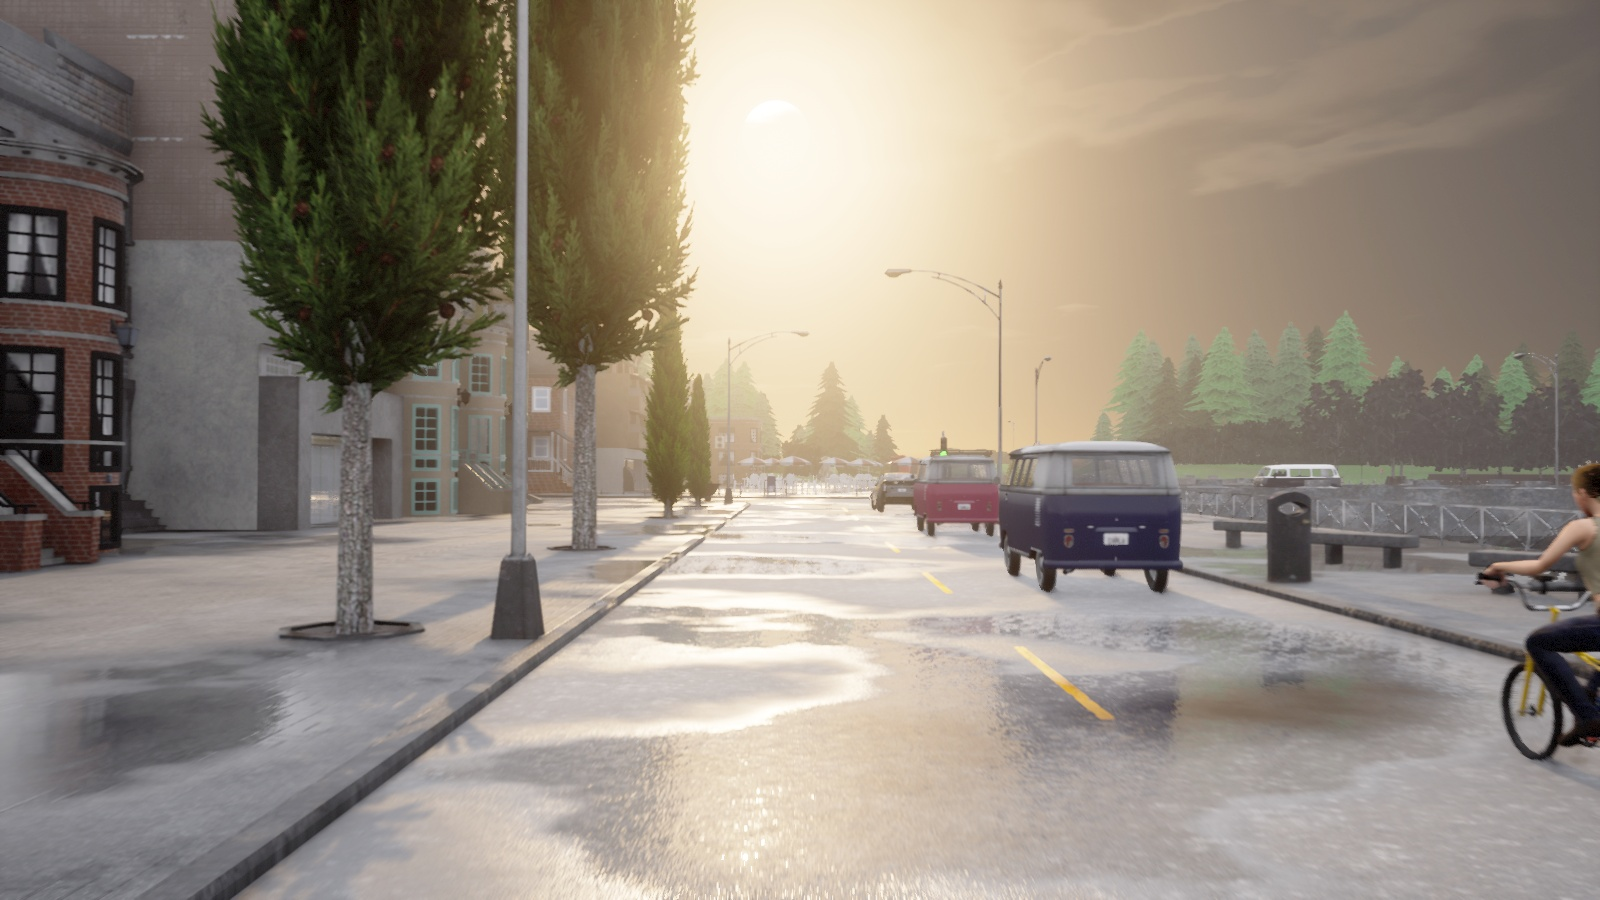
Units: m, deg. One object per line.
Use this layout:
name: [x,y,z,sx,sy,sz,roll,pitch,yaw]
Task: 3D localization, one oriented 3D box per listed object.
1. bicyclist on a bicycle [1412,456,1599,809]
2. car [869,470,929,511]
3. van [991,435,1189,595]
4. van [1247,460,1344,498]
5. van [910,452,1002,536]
bicyclist on a bicycle: [3.977,0.844,6.501,0.866,1.612,1.509,0,-1,0]
car: [3.871,1.581,49.859,2.007,1.525,4.514,0,-1,0]
van: [3.952,0.851,17.899,1.775,1.987,4.442,0,-1,0]
van: [27.282,1.588,69.245,4.480,2.038,2.069,0,-1,0]
van: [3.915,1.090,32.129,1.775,1.987,4.442,0,-1,0]
